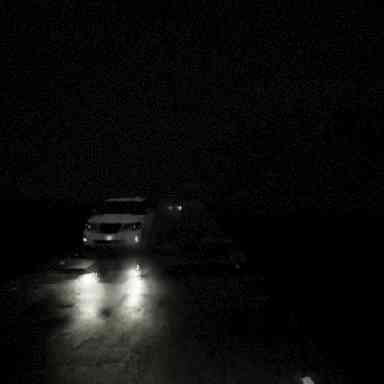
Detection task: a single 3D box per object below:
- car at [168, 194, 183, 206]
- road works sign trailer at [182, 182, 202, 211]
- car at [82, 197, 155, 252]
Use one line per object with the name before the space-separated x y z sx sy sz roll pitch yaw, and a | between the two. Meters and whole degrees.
car | -2.809 1.344 57.351 2.150 2.045 5.566 0 0 1
road works sign trailer | -0.027 0.531 40.829 2.380 3.560 2.880 0 0 0
car | -2.853 1.235 14.245 2.150 2.045 5.566 0 0 0
